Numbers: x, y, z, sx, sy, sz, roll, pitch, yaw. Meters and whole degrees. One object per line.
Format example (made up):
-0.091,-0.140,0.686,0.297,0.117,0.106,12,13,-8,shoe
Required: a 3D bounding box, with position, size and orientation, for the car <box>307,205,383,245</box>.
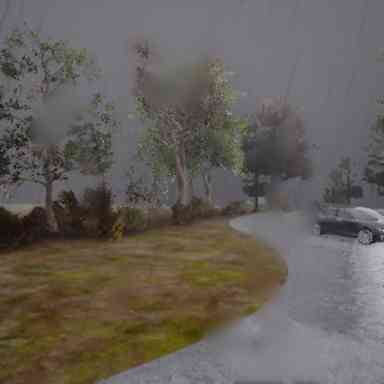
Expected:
7.328,1.405,15.142,1.837,1.490,4.892,-2,0,-20,car
